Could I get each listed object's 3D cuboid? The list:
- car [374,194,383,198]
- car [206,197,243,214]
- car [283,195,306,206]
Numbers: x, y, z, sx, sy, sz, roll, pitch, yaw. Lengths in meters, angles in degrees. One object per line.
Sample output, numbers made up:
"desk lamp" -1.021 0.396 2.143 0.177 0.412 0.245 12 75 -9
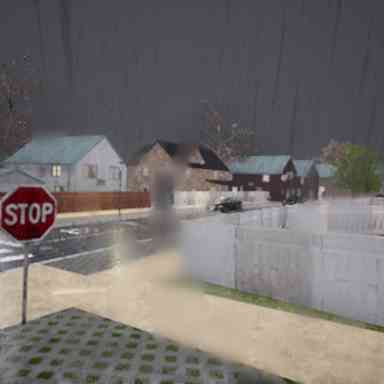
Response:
"car" 40.259 1.176 70.857 4.674 1.442 1.812 0 3 -43
"car" 3.166 1.237 31.859 2.128 1.511 4.902 4 2 34
"car" 14.646 1.262 47.346 1.837 1.490 4.892 4 3 39
